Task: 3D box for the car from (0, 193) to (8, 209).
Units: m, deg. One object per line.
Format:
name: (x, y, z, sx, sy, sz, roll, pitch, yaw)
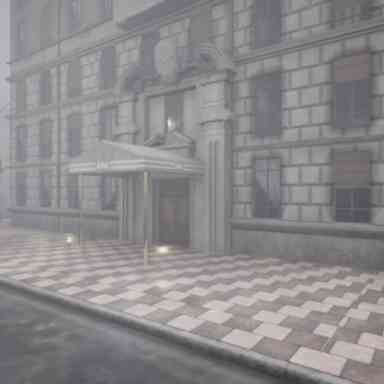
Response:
car: (-26.767, 1.164, 42.714, 2.150, 2.045, 5.566, 0, 0, 35)
